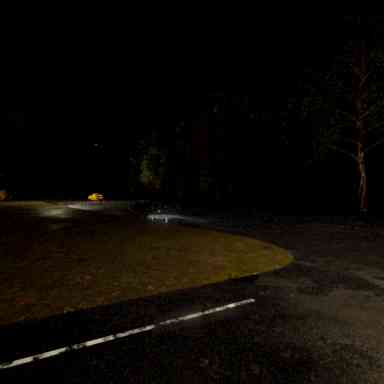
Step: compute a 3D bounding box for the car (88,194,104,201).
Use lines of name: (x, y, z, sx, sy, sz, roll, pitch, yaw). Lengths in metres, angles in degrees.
car: (-19.341, 1.076, 66.928, 1.882, 1.535, 5.008, 0, 0, -34)

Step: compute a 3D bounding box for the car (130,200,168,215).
car: (-4.219, 1.432, 32.164, 1.895, 1.301, 4.718, 0, 0, -34)
